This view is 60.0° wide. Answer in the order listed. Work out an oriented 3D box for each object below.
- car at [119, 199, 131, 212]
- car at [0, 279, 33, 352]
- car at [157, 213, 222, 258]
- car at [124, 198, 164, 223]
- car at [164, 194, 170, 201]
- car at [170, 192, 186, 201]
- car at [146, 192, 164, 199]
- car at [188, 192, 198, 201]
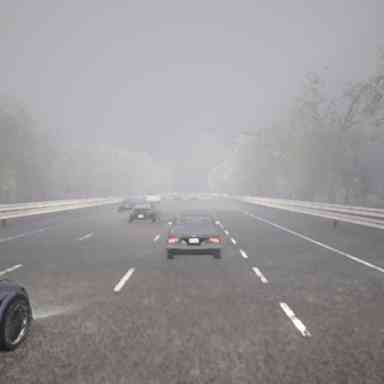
[{"bbox_3d":[-6.792,1.431,36.883,1.994,1.385,4.181,0,0,0],"label":"car"},{"bbox_3d":[-3.484,1.556,3.507,1.994,1.385,4.181,0,0,0],"label":"car"},{"bbox_3d":[0.071,1.484,12.408,2.033,1.411,5.357,0,0,0],"label":"car"},{"bbox_3d":[-3.366,1.426,24.217,1.812,1.442,4.674,0,0,0],"label":"car"},{"bbox_3d":[-6.580,1.339,74.722,1.895,1.301,4.718,0,0,0],"label":"car"},{"bbox_3d":[-3.080,1.273,74.599,2.033,1.411,5.357,0,0,0],"label":"car"},{"bbox_3d":[-6.678,1.020,57.645,2.150,2.045,5.566,0,0,0],"label":"car"},{"bbox_3d":[0.421,1.316,74.560,1.895,1.301,4.718,0,0,0],"label":"car"}]
